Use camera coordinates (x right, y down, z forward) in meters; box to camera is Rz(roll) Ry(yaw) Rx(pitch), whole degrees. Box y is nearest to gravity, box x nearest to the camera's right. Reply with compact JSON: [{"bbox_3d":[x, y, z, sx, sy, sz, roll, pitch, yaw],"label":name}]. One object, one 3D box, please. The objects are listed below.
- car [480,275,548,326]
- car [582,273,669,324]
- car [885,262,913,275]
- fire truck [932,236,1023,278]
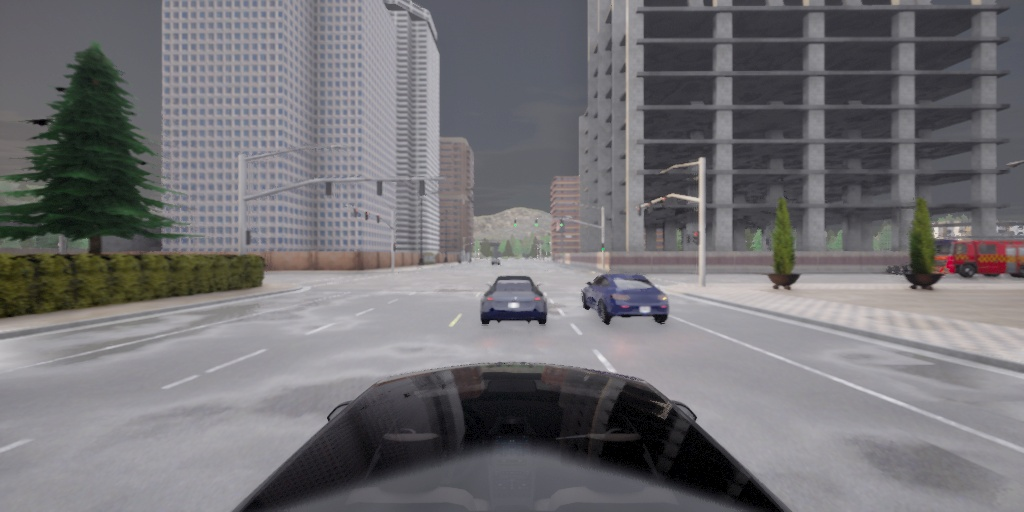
[{"bbox_3d":[0.061,1.310,11.745,1.994,1.385,4.181,0,0,0],"label":"car"},{"bbox_3d":[3.562,1.272,11.884,1.812,1.442,4.674,0,0,0],"label":"car"},{"bbox_3d":[42.294,1.279,37.268,5.357,1.411,2.033,0,0,1],"label":"car"},{"bbox_3d":[43.789,0.066,33.695,8.468,3.827,2.891,0,0,0],"label":"fire truck"}]
